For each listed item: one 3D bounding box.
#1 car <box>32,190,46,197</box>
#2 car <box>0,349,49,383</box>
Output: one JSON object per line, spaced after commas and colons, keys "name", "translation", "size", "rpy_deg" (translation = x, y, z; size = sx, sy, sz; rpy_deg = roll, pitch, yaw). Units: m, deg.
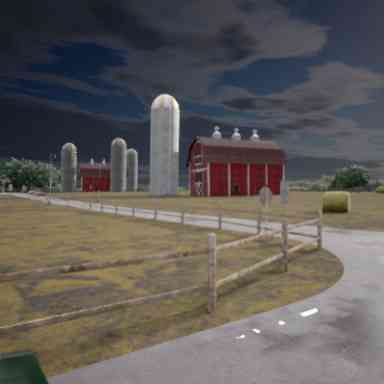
{"name": "car", "translation": [-38.790, 0.557, 84.910], "size": [1.895, 1.301, 4.718], "rpy_deg": [1, 0, -35]}
{"name": "car", "translation": [-2.813, 1.606, 0.966], "size": [4.718, 1.301, 1.895], "rpy_deg": [0, 0, -35]}
